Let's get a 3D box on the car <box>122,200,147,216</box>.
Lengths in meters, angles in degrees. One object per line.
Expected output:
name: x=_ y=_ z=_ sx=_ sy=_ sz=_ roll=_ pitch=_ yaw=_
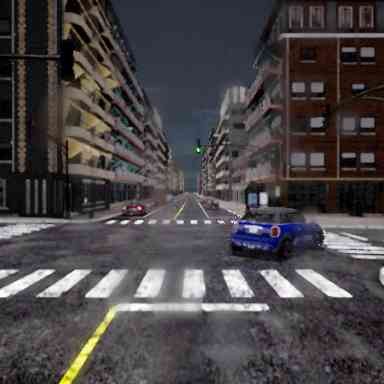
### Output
car: x=-5.688 y=1.545 z=33.133 sx=1.967 sy=1.590 sz=4.097 roll=0 pitch=0 yaw=0

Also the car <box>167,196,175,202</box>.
car: x=-5.677 y=1.837 z=89.520 sx=2.008 sy=1.369 sz=4.403 roll=0 pitch=0 yaw=0

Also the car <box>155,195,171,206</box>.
car: x=-5.684 y=1.512 z=61.326 sx=2.192 sy=1.841 sz=5.009 roll=0 pitch=0 yaw=0

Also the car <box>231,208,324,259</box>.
car: x=3.536 y=1.408 z=13.265 sx=2.097 sy=1.767 sz=4.553 roll=2 pitch=1 yaw=41

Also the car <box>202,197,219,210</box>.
car: x=2.695 y=1.692 z=44.403 sx=2.008 sy=1.369 sz=4.403 roll=0 pitch=0 yaw=0

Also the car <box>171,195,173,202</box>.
car: x=-5.680 y=1.758 z=72.434 sx=1.752 sy=1.417 sz=4.829 roll=0 pitch=0 yaw=0

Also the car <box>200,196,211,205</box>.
car: x=2.699 y=1.655 z=66.958 sx=1.967 sy=1.590 sz=4.097 roll=0 pitch=0 yaw=0
